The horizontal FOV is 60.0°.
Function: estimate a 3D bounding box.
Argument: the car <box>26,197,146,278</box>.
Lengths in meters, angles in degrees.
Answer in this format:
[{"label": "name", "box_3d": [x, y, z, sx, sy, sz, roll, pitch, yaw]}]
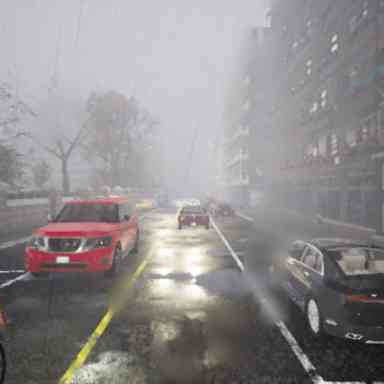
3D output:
[{"label": "car", "box_3d": [-3.001, 1.214, 10.477, 2.150, 2.045, 5.566, 0, 0, 0]}]

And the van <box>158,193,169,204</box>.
[{"label": "van", "box_3d": [-5.697, 1.314, 61.755, 1.690, 1.788, 3.998, 0, 0, 0]}]

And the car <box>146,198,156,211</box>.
[{"label": "car", "box_3d": [-5.695, 1.503, 39.445, 1.752, 1.417, 4.829, 0, 0, 0]}]

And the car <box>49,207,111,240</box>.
[{"label": "car", "box_3d": [-5.694, 1.570, 17.474, 1.802, 1.307, 4.206, 0, 0, 0]}]

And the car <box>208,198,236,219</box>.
[{"label": "car", "box_3d": [2.686, 1.526, 28.546, 1.887, 1.381, 4.507, 0, 0, 0]}]

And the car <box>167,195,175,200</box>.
[{"label": "car", "box_3d": [-5.695, 1.538, 89.433, 1.947, 1.339, 4.313, 0, 0, 0]}]

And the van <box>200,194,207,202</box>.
[{"label": "van", "box_3d": [2.683, 1.312, 78.363, 1.690, 1.788, 3.998, 0, 0, 0]}]

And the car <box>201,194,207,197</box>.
[{"label": "car", "box_3d": [2.684, 1.415, 50.686, 1.967, 1.590, 4.097, 0, 0, 0]}]

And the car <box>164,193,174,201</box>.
[{"label": "car", "box_3d": [-5.697, 1.287, 83.897, 2.192, 1.841, 5.009, 0, 0, 0]}]

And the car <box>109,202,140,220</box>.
[{"label": "car", "box_3d": [-5.694, 1.564, 28.545, 1.802, 1.307, 4.206, 0, 0, 0]}]

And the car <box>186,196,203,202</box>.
[{"label": "car", "box_3d": [0.100, 1.577, 43.756, 1.895, 1.301, 4.718, 0, 0, 0]}]

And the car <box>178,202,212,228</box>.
[{"label": "car", "box_3d": [0.099, 1.586, 21.786, 1.895, 1.301, 4.718, 0, 0, 0]}]

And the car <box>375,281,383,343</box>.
[{"label": "car", "box_3d": [2.686, 1.544, 0.870, 1.887, 1.381, 4.507, 0, 0, 0]}]

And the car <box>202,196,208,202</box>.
[{"label": "car", "box_3d": [2.685, 1.542, 45.152, 1.947, 1.339, 4.313, 0, 0, 0]}]

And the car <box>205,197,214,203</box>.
[{"label": "car", "box_3d": [2.686, 1.524, 34.081, 1.887, 1.381, 4.507, 0, 0, 0]}]

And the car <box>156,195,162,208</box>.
[{"label": "car", "box_3d": [-5.695, 1.527, 45.151, 2.008, 1.369, 4.403, 0, 0, 0]}]

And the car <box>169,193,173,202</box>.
[{"label": "car", "box_3d": [-5.697, 1.287, 67.291, 2.192, 1.841, 5.009, 0, 0, 0]}]

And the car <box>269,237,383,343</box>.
[{"label": "car", "box_3d": [2.686, 1.546, 6.406, 2.008, 1.369, 4.403, 0, 0, 0]}]

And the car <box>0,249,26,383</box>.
[{"label": "car", "box_3d": [-3.093, 1.351, 1.758, 2.097, 1.767, 4.553, 0, 0, 0]}]
